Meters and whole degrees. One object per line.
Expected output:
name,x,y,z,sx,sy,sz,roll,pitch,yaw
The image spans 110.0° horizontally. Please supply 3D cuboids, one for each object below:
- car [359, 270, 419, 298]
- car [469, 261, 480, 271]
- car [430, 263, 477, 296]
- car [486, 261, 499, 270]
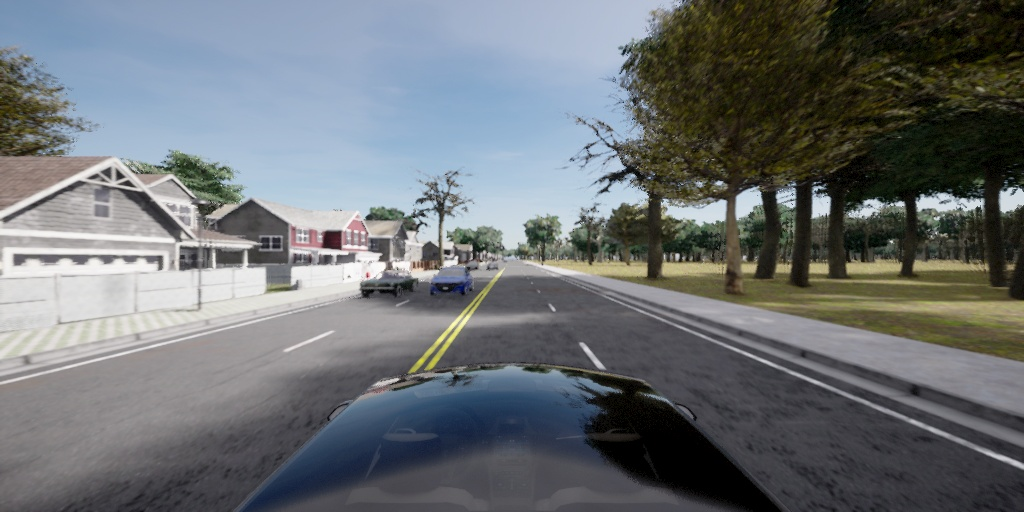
car,-6.600,1.481,19.696,1.895,1.301,4.718,0,0,0
car,-6.538,1.645,60.866,1.882,1.535,5.008,0,0,1
car,-3.349,1.364,20.533,1.882,1.535,5.008,0,0,0
car,-3.295,1.660,60.891,2.128,1.511,4.902,0,0,1
